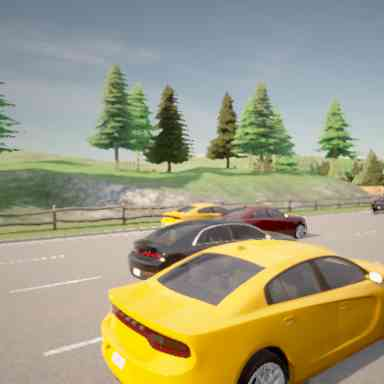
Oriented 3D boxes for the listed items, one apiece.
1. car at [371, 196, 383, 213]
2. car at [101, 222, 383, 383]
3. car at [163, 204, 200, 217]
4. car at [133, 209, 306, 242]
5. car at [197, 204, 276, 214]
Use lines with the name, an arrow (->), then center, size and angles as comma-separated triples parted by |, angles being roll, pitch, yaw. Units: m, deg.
car -> 17.667, 1.090, 29.253 | 4.902, 1.511, 2.128 | -1, 1, -36
car -> 1.295, 1.430, 4.670 | 5.008, 1.535, 1.882 | -1, 1, -36
car -> 0.822, 1.341, 17.232 | 5.008, 1.535, 1.882 | -1, 1, -36
car -> 0.774, 1.435, 8.599 | 4.892, 1.490, 1.837 | -1, 1, -35
car -> 2.917, 1.340, 14.427 | 5.008, 1.535, 1.882 | -1, 1, -36
